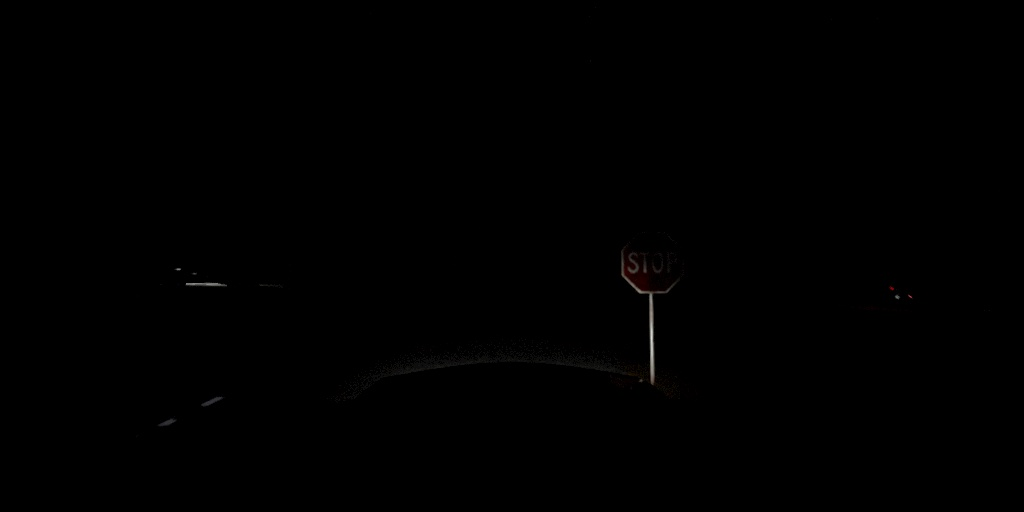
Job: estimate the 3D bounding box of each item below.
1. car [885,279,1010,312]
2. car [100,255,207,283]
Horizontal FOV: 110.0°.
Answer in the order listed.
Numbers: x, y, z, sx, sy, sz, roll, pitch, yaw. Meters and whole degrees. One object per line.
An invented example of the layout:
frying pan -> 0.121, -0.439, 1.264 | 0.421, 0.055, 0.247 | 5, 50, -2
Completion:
car -> 22.081, 1.974, 18.267 | 4.902, 1.511, 2.128 | 2, -3, 0
car -> -18.340, 0.663, 18.495 | 4.181, 1.385, 1.994 | 2, -3, 0
